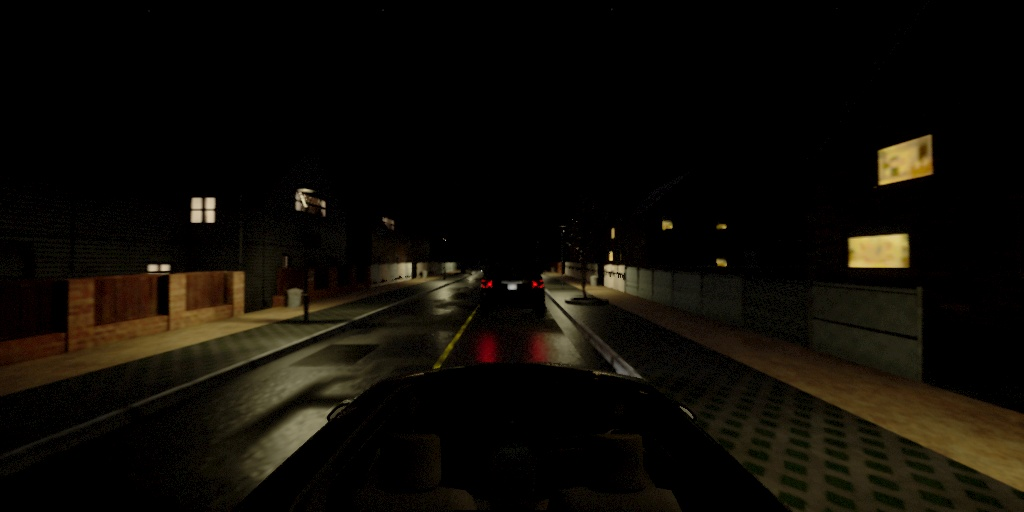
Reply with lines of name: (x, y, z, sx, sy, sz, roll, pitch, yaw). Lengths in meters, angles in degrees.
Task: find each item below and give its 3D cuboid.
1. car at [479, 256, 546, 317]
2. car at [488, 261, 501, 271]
car: (0.037, 1.033, 13.526, 2.150, 2.045, 5.566, 0, 0, 1)
car: (-2.805, 1.686, 59.835, 1.882, 1.535, 5.008, 0, -1, 0)
